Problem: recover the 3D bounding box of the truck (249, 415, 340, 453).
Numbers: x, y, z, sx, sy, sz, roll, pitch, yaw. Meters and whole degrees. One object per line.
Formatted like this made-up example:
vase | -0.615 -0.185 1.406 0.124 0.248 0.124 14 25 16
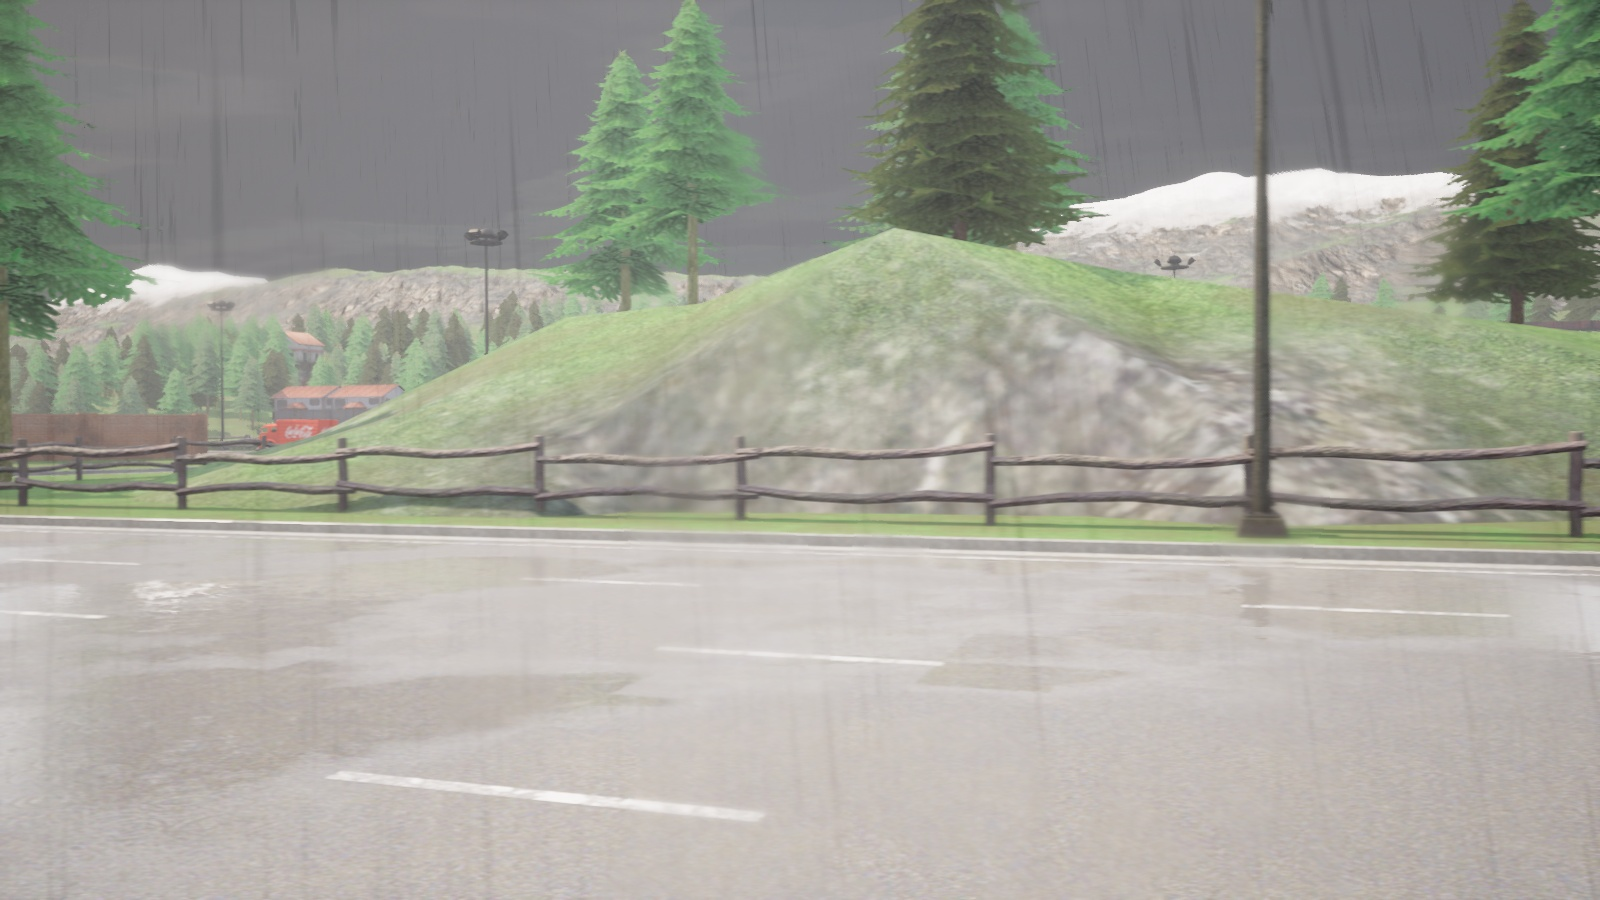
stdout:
truck | -33.997 -1.090 84.445 5.204 2.467 2.627 1 1 19
